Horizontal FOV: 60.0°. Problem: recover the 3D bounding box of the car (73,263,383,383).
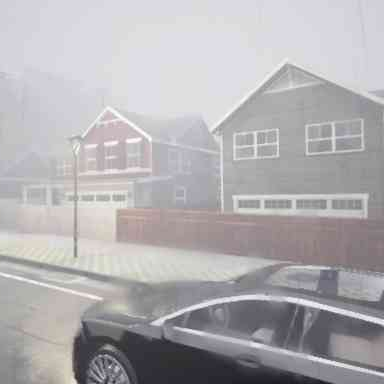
[{"bbox_3d":[0.921,1.491,3.179,4.902,1.511,2.128,0,0,33],"label":"car"}]
